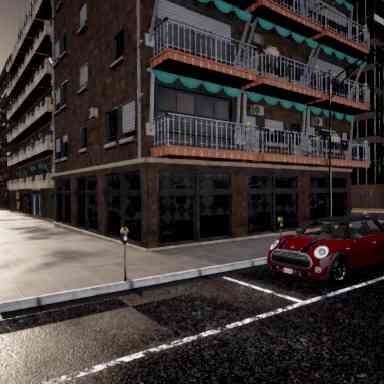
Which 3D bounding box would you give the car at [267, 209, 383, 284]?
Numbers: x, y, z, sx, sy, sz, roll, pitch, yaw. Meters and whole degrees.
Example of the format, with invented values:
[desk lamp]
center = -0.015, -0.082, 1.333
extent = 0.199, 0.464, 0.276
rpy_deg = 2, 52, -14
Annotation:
[car]
center = 4.009, 1.438, 9.450
extent = 4.097, 1.590, 1.967
rpy_deg = 0, -1, -36
